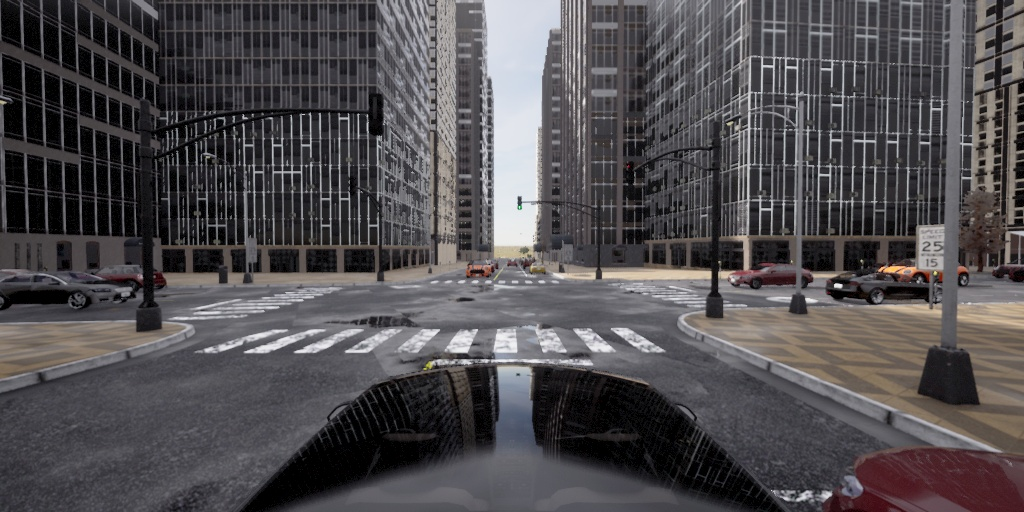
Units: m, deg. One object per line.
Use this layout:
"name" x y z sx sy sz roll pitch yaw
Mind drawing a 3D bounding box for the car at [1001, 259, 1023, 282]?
"car" 35.353 0.873 23.224 4.553 1.767 2.097 0 1 -5

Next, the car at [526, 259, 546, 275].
"car" 2.814 1.304 39.897 1.751 1.417 4.829 0 0 0

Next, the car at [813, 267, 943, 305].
"car" 16.127 1.311 15.654 4.313 1.339 1.948 0 0 -5

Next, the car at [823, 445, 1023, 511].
"car" 2.691 1.331 0.359 1.802 1.307 4.207 0 0 0

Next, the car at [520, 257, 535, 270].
"car" 2.722 1.097 54.979 2.192 1.841 5.009 0 0 0

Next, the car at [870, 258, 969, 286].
"car" 25.344 0.931 22.306 4.553 1.767 2.097 0 1 -5

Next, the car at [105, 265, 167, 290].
"car" -22.574 1.240 20.498 4.097 1.591 1.967 0 0 -5

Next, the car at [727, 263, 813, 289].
"car" 15.396 1.161 21.398 4.674 1.442 1.812 0 1 -5

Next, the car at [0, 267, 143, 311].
"car" -18.860 1.386 15.006 4.902 1.511 2.128 0 1 -5

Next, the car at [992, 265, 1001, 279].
"car" 37.698 0.896 26.066 4.097 1.591 1.967 0 0 -5

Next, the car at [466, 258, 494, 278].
"car" -3.105 1.128 34.245 2.097 1.767 4.553 0 0 0

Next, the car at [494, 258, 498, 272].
"car" -3.106 1.258 44.179 1.882 1.535 5.008 0 0 0
